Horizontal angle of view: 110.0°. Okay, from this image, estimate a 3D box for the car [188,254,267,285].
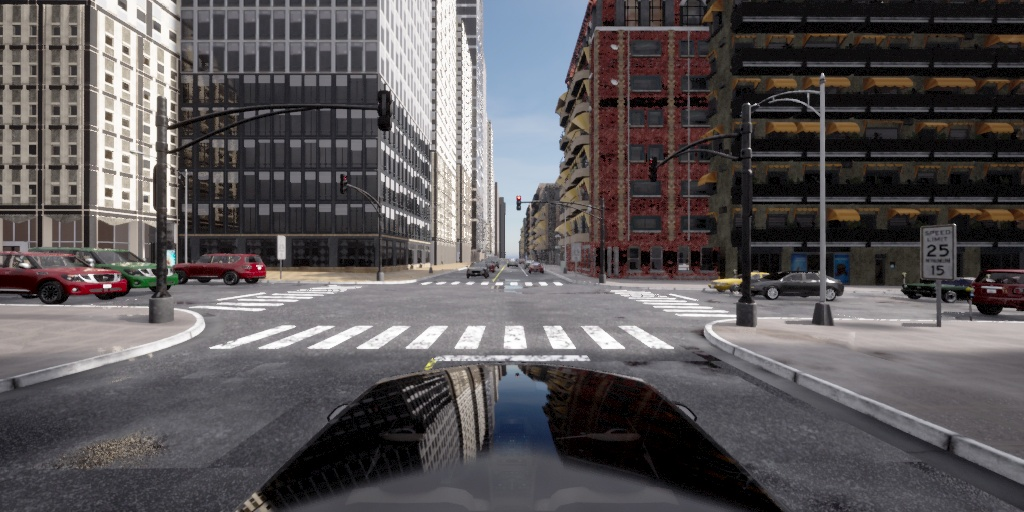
[{"bbox_3d":[-17.696,0.776,21.673,5.009,1.841,2.192,0,0,0],"label":"car"}]

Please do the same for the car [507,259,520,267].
[{"bbox_3d":[0.138,1.338,65.040,1.994,1.385,4.181,0,0,1],"label":"car"}]

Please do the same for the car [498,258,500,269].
[{"bbox_3d":[-3.055,0.990,56.737,2.150,2.045,5.566,0,0,0],"label":"car"}]

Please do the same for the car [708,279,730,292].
[{"bbox_3d":[14.644,1.587,21.934,4.829,1.417,1.751,0,0,0],"label":"car"}]

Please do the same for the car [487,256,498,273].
[{"bbox_3d":[-3.068,1.112,42.750,2.097,1.767,4.553,0,0,0],"label":"car"}]

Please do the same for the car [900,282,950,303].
[{"bbox_3d":[24.217,1.827,19.421,4.718,1.301,1.895,1,0,-1],"label":"car"}]

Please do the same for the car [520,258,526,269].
[{"bbox_3d":[2.726,1.317,54.557,2.007,1.370,4.403,0,0,0],"label":"car"}]

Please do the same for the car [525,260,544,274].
[{"bbox_3d":[2.768,1.341,41.639,1.802,1.307,4.207,0,0,0],"label":"car"}]

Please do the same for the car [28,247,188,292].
[{"bbox_3d":[-18.240,0.658,15.883,5.566,2.045,2.150,1,0,0],"label":"car"}]

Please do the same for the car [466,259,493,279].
[{"bbox_3d":[-3.074,1.260,32.993,1.837,1.490,4.892,0,0,0],"label":"car"}]

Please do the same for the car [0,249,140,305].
[{"bbox_3d":[-17.567,0.757,13.294,5.009,1.841,2.192,0,0,0],"label":"car"}]

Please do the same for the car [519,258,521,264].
[{"bbox_3d":[2.731,1.321,60.205,2.007,1.370,4.403,0,0,0],"label":"car"}]

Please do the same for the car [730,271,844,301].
[{"bbox_3d":[14.926,1.562,19.316,4.892,1.490,1.837,1,0,2],"label":"car"}]

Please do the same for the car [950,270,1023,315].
[{"bbox_3d":[20.607,1.461,13.634,5.009,1.841,2.192,0,0,0],"label":"car"}]
